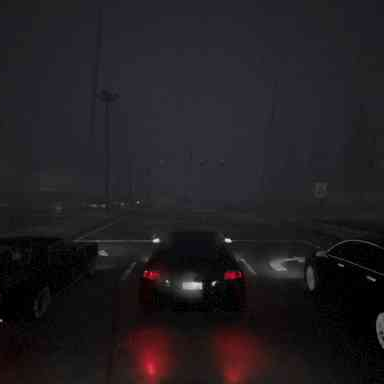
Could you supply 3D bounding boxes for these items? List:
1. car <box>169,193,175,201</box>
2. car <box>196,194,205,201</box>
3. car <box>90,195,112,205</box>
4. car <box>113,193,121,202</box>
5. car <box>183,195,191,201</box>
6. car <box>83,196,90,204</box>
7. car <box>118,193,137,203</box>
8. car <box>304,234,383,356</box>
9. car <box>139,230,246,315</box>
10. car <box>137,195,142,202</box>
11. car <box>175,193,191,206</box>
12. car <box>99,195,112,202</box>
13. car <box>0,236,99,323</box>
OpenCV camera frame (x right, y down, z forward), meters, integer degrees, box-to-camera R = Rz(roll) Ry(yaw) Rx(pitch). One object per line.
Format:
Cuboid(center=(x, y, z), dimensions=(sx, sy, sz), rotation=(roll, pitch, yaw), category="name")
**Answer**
Cuboid(center=(-4.805, 1.220, 86.402), dimensions=(2.150, 2.045, 5.566), rotation=(0, 0, 0), category="car")
Cuboid(center=(2.194, 1.350, 86.719), dimensions=(2.097, 1.767, 4.553), rotation=(0, 0, 0), category="car")
Cuboid(center=(-16.361, 1.506, 60.340), dimensions=(1.837, 1.490, 4.892), rotation=(0, 0, 0), category="car")
Cuboid(center=(-16.303, 1.225, 75.840), dimensions=(2.150, 2.045, 5.566), rotation=(0, 0, 0), category="car")
Cuboid(center=(-1.306, 1.521, 86.765), dimensions=(2.128, 1.511, 4.902), rotation=(0, 0, 0), category="car")
Cuboid(center=(-19.817, 1.477, 65.298), dimensions=(1.882, 1.535, 5.008), rotation=(0, 0, 0), category="car")
Cuboid(center=(-12.816, 1.507, 66.832), dimensions=(1.837, 1.490, 4.892), rotation=(0, -1, 0), category="car")
Cuboid(center=(3.503, 1.505, 5.836), dimensions=(1.837, 1.490, 4.892), rotation=(0, 0, 0), category="car")
Cuboid(center=(0.006, 1.564, 7.659), dimensions=(1.994, 1.385, 4.181), rotation=(0, 0, 0), category="car")
Cuboid(center=(-12.804, 1.525, 77.562), dimensions=(2.128, 1.511, 4.902), rotation=(0, 0, 0), category="car")
Cuboid(center=(-1.299, 1.352, 55.393), dimensions=(2.097, 1.767, 4.553), rotation=(0, 0, 0), category="car")
Cuboid(center=(-19.803, 1.478, 76.324), dimensions=(1.882, 1.535, 5.008), rotation=(0, 0, 0), category="car")
Cuboid(center=(-3.495, 1.601, 7.158), dimensions=(1.895, 1.301, 4.718), rotation=(0, 0, 0), category="car")
